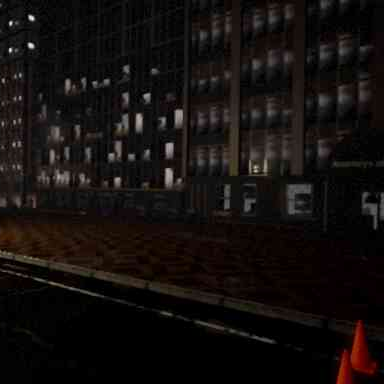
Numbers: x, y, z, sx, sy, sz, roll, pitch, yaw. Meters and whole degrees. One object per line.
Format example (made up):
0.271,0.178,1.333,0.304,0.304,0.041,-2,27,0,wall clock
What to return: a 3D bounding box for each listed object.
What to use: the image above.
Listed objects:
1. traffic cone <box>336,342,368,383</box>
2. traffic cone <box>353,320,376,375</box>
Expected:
1.653,1.991,3.573,0.340,0.580,0.340,0,0,35,traffic cone
2.221,1.999,4.396,0.340,0.580,0.340,0,0,35,traffic cone
